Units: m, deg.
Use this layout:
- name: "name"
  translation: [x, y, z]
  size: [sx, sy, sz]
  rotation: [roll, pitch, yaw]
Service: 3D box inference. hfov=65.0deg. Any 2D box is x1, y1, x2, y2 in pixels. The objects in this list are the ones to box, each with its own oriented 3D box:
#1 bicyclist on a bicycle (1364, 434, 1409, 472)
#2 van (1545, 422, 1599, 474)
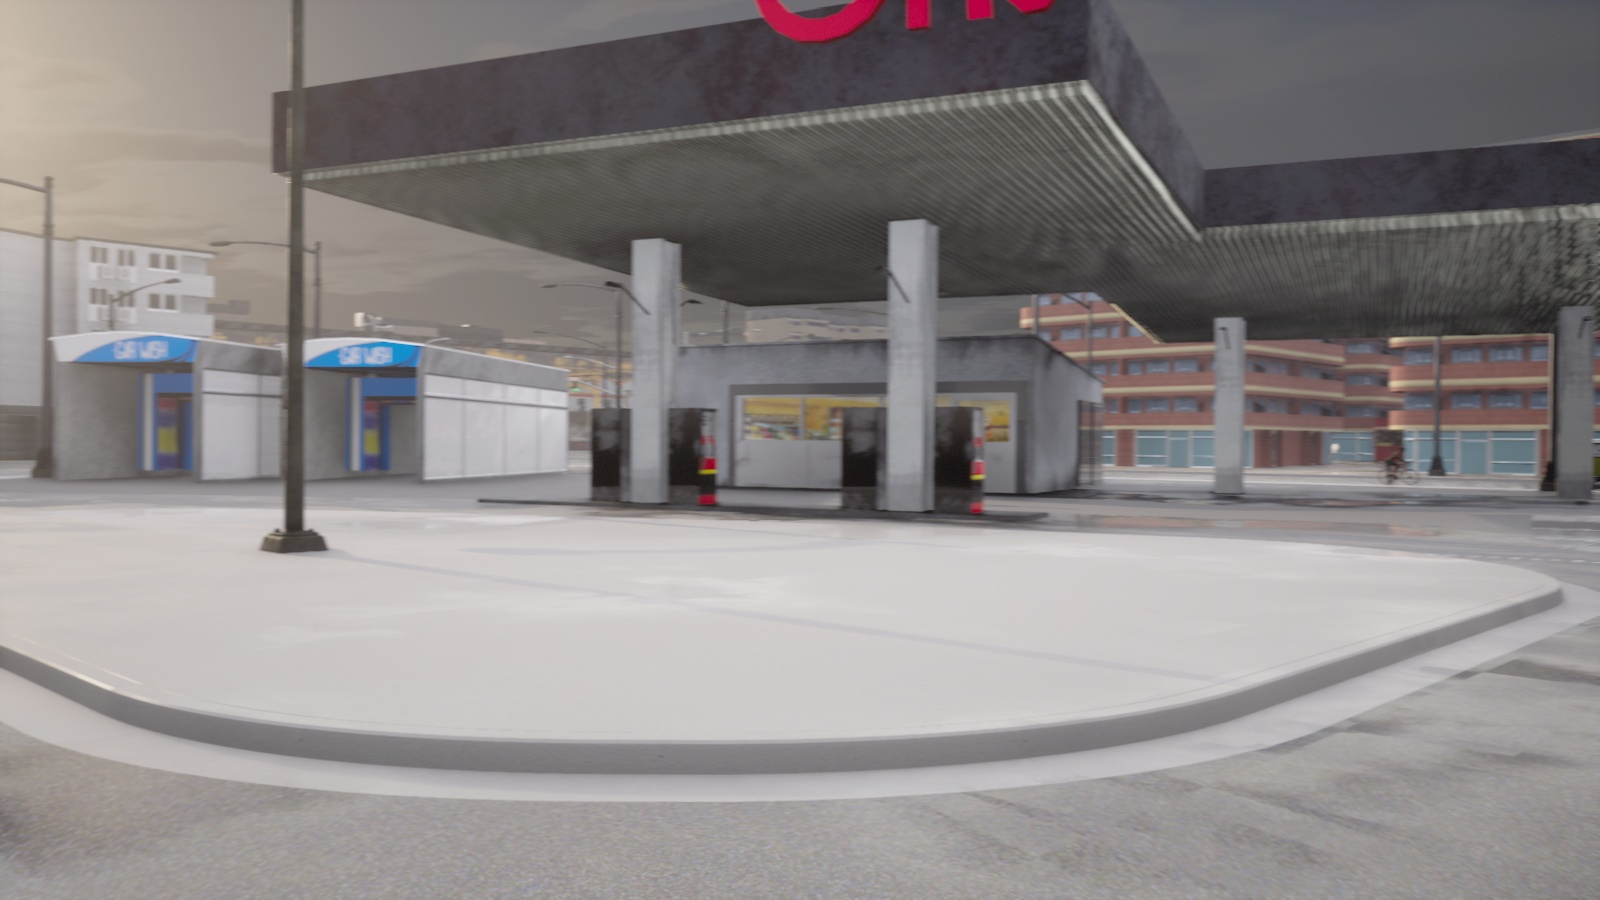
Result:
- name: "bicyclist on a bicycle"
  translation: [25.250, 0.146, 54.088]
  size: [1.656, 1.620, 0.582]
  rotation: [-1, 0, 42]
- name: "van"
  translation: [31.462, -0.108, 48.424]
  size: [4.442, 1.987, 1.775]
  rotation: [-1, 0, 41]
